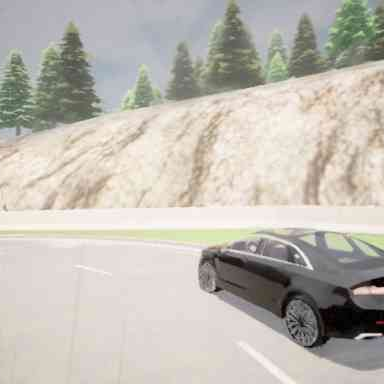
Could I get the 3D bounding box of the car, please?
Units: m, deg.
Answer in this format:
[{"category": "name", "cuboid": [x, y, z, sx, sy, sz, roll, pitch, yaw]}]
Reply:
[{"category": "car", "cuboid": [1.768, 1.427, 6.327, 2.128, 1.511, 4.902, -1, 0, -24]}]
